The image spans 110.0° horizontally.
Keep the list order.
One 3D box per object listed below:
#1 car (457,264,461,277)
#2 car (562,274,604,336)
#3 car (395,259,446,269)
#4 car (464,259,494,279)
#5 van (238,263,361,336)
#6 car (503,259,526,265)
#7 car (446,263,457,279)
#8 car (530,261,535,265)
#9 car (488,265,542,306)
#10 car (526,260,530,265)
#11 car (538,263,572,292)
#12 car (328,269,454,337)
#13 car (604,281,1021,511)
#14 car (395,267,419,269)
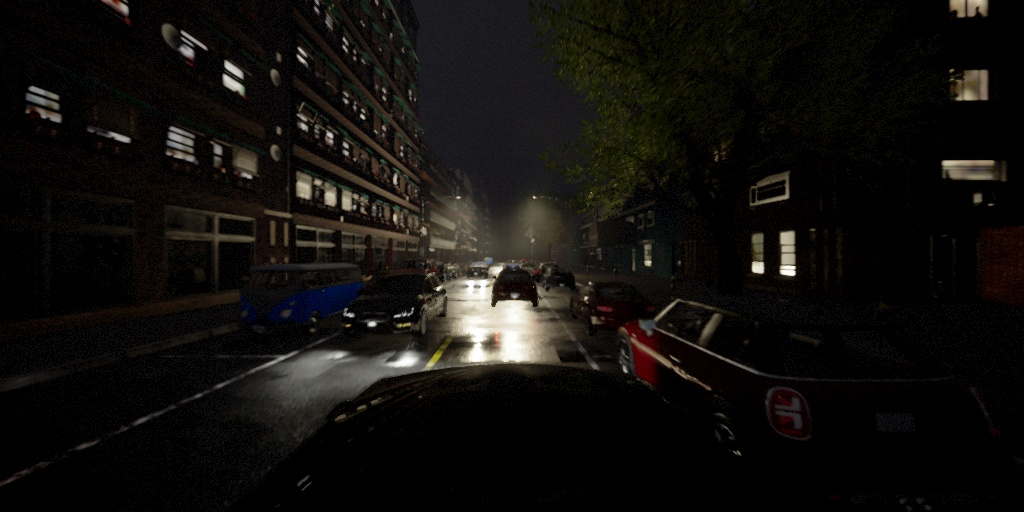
[{"bbox_3d":[-5.686,1.352,32.936,2.007,1.370,4.403,0,0,0],"label":"car"},{"bbox_3d":[2.692,1.342,10.147,1.802,1.307,4.207,0,0,0],"label":"car"},{"bbox_3d":[-5.687,1.093,21.543,2.192,1.841,5.009,0,0,0],"label":"car"},{"bbox_3d":[-3.036,1.294,33.207,2.128,1.511,4.902,0,0,0],"label":"car"},{"bbox_3d":[-5.689,1.101,10.149,1.690,1.789,3.998,0,0,0],"label":"van"},{"bbox_3d":[0.100,1.165,37.887,2.097,1.767,4.553,0,0,0],"label":"car"},{"bbox_3d":[-5.687,1.355,27.240,1.948,1.339,4.313,0,0,0],"label":"car"},{"bbox_3d":[2.694,1.229,27.237,1.967,1.591,4.097,0,0,0],"label":"car"},{"bbox_3d":[0.102,1.294,15.639,1.812,1.442,4.674,0,0,0],"label":"car"},{"bbox_3d":[2.697,1.407,55.720,2.007,1.370,4.403,0,0,0],"label":"car"},{"bbox_3d":[2.693,1.329,21.540,2.007,1.370,4.403,0,0,0],"label":"car"},{"bbox_3d":[-3.070,1.266,10.327,1.837,1.490,4.892,0,0,0],"label":"car"},{"bbox_3d":[2.691,1.193,4.450,1.967,1.591,4.097,0,0,0],"label":"car"},{"bbox_3d":[-5.688,1.350,15.846,1.802,1.307,4.207,0,0,0],"label":"car"}]
